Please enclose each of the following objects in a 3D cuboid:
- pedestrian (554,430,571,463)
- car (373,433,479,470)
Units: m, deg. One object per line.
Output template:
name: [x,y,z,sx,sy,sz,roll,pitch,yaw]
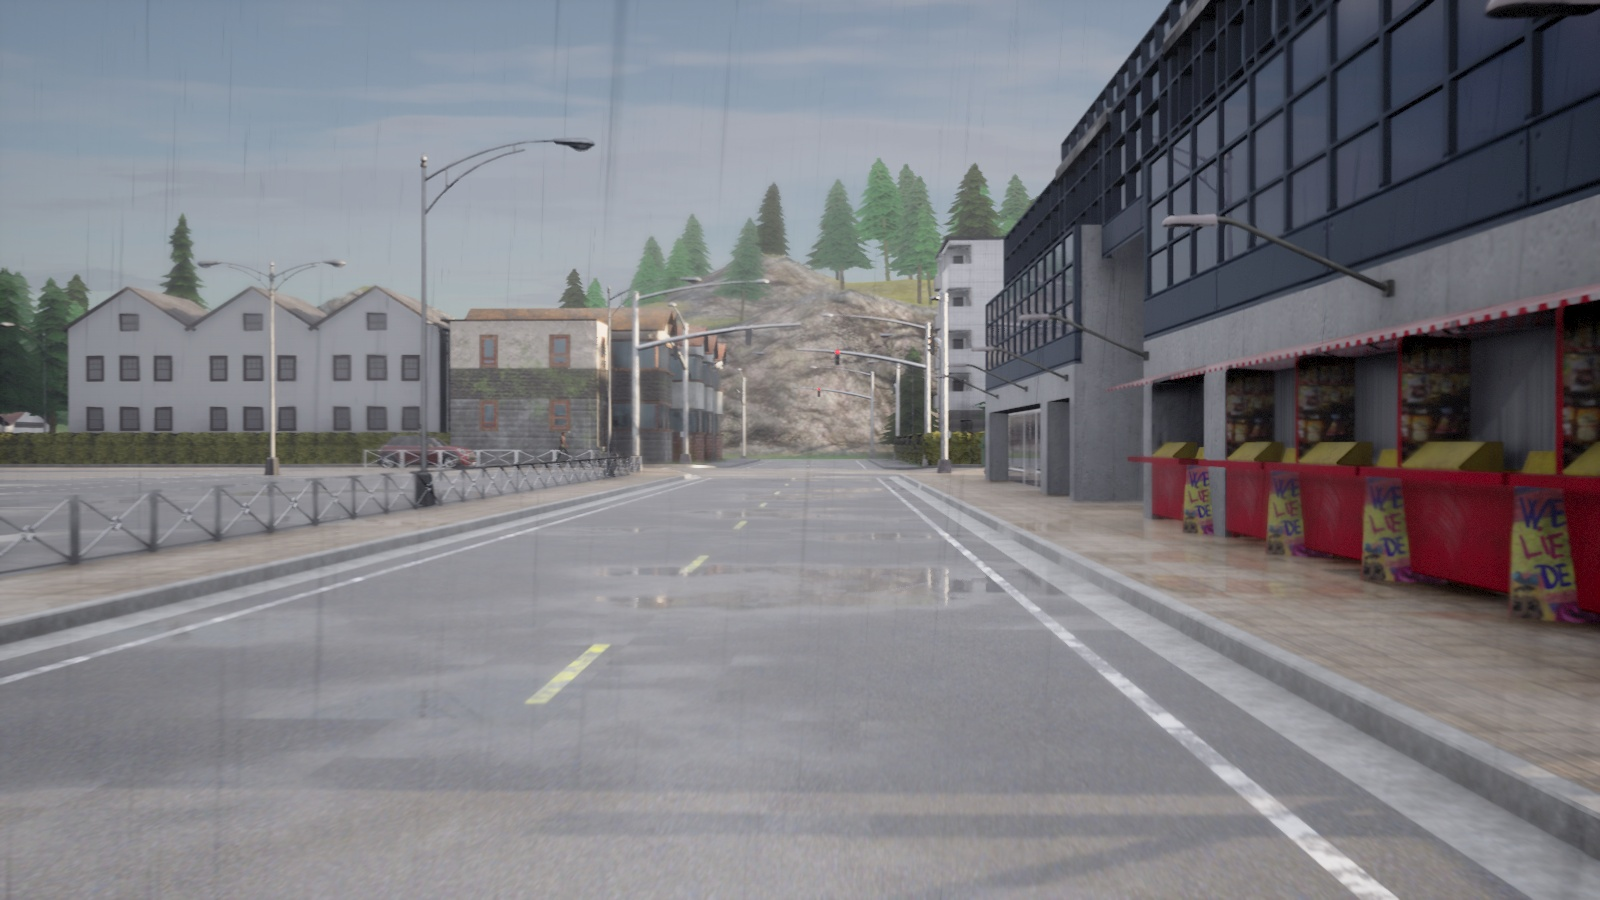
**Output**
pedestrian: [-12.984,-0.173,68.581,0.869,1.805,0.328,0,0,4]
car: [-18.177,0.065,61.173,4.553,1.767,2.097,0,0,2]
